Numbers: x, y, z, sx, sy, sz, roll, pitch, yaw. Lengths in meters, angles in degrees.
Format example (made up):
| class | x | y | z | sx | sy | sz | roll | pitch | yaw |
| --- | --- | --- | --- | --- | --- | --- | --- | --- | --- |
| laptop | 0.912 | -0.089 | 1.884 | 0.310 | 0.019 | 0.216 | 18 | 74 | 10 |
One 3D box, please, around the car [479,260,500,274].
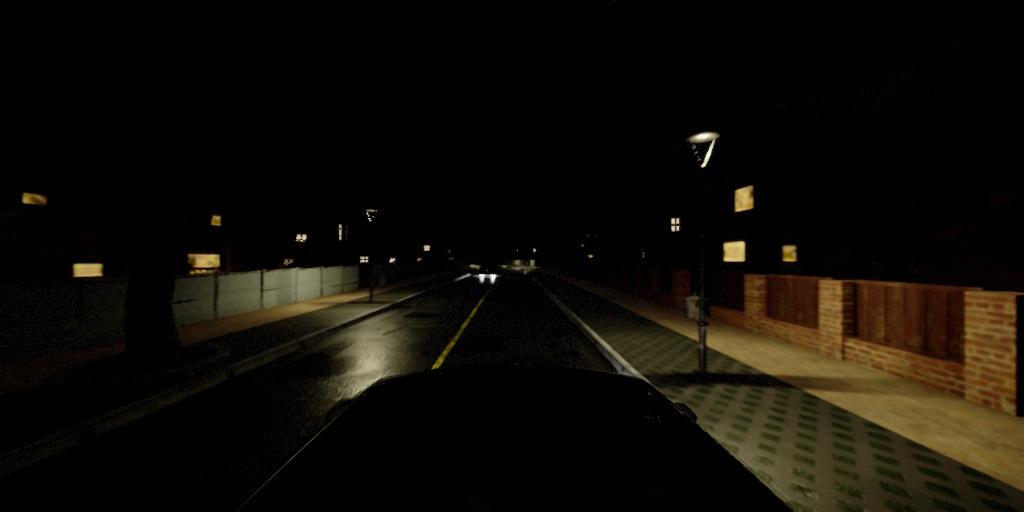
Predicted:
| class | x | y | z | sx | sy | sz | roll | pitch | yaw |
| --- | --- | --- | --- | --- | --- | --- | --- | --- | --- |
| car | -2.756 | 1.441 | 42.400 | 1.994 | 1.385 | 4.181 | 0 | 0 | 0 |
